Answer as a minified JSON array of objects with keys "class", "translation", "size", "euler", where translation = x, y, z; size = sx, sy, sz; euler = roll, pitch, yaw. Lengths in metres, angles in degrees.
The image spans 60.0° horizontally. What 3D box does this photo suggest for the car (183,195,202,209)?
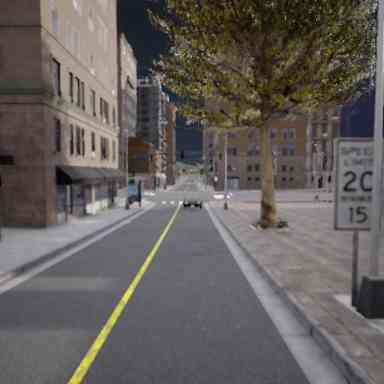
[{"class":"car","translation":[0.061,0.948,33.353],"size":[1.895,1.301,4.718],"euler":[0,2,0]}]
